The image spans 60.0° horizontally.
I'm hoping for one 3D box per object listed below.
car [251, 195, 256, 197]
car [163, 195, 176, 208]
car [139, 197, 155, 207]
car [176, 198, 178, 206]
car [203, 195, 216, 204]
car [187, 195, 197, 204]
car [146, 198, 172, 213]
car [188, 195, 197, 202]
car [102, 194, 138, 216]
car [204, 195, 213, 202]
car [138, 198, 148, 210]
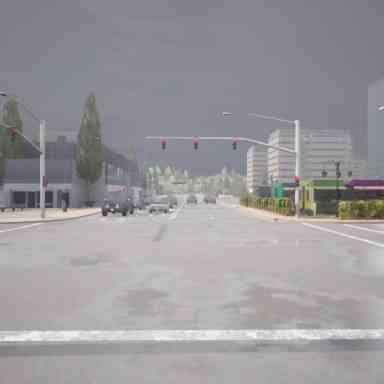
[{"bbox_3d":[17.833,1.153,86.775,4.605,1.855,1.932,0,0,-1],"label":"car"},{"bbox_3d":[-3.564,1.505,46.061,1.837,1.490,4.892,0,0,0],"label":"car"},{"bbox_3d":[-7.051,1.564,52.253,1.994,1.385,4.181,0,0,0],"label":"car"},{"bbox_3d":[-3.542,1.352,55.925,2.097,1.767,4.553,0,0,0],"label":"car"},{"bbox_3d":[3.547,1.491,63.618,2.128,1.511,4.902,0,0,0],"label":"car"},{"bbox_3d":[0.047,1.491,63.620,2.128,1.511,4.902,0,0,0],"label":"car"},{"bbox_3d":[-3.573,1.601,36.747,1.895,1.301,4.718,0,0,0],"label":"car"},{"bbox_3d":[0.055,1.372,73.894,1.837,1.490,4.892,0,0,0],"label":"car"},{"bbox_3d":[-7.089,1.221,32.408,2.150,2.045,5.566,0,0,1],"label":"car"},{"bbox_3d":[3.555,1.397,73.893,1.812,1.442,4.674,0,0,0],"label":"car"},{"bbox_3d":[-7.068,1.491,42.296,2.128,1.511,4.902,0,0,0],"label":"car"}]
